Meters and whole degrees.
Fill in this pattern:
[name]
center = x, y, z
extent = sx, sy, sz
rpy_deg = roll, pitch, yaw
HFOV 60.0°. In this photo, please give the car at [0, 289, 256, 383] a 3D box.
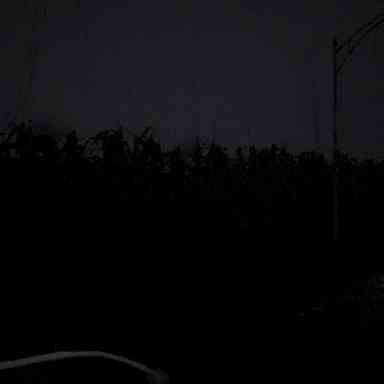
[car]
center = -1.779, 1.495, 1.789
extent = 4.902, 1.511, 2.128
rpy_deg = 0, 0, -35
